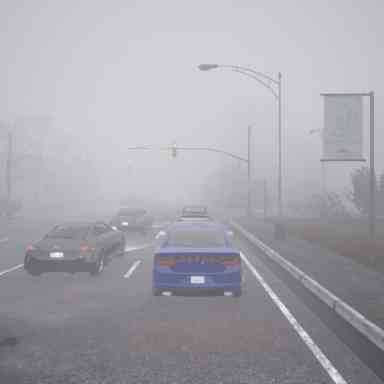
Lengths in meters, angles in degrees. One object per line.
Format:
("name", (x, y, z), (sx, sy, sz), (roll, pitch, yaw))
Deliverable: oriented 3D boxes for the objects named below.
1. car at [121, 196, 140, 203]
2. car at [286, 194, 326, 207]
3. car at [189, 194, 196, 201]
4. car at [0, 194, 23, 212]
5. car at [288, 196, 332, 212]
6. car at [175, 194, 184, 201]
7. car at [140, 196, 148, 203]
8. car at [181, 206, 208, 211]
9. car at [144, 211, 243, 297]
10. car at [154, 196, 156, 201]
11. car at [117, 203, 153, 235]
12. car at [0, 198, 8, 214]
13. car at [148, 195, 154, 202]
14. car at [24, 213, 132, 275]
("car", (-10.495, 1.491, 55.476), (2.128, 1.511, 4.902), (0, 0, 0))
("car", (14.791, 1.221, 41.826), (5.566, 2.045, 2.150), (0, 0, 2))
("car", (0.141, 1.533, 85.615), (2.033, 1.411, 5.357), (0, 0, 0))
("car", (-21.708, 1.225, 36.715), (5.566, 2.045, 2.150), (0, 0, 3))
("car", (14.077, 1.478, 38.341), (5.008, 1.535, 1.882), (0, 0, 3))
("car", (-3.359, 1.349, 86.007), (2.097, 1.767, 4.553), (0, 0, 0))
("car", (-10.420, 1.564, 64.827), (1.994, 1.385, 4.181), (0, 0, 2))
("car", (0.129, 1.491, 18.148), (2.128, 1.511, 4.902), (0, 0, 0))
("car", (0.113, 1.478, 8.649), (1.882, 1.535, 5.008), (0, 0, 0))
("car", (-10.361, 1.549, 84.874), (1.994, 1.385, 4.181), (0, 0, 0))
("car", (-3.370, 1.564, 18.806), (1.994, 1.385, 4.181), (0, 0, 0))
("car", (-20.890, 1.563, 33.162), (4.181, 1.385, 1.994), (0, 0, 3))
("car", (-10.377, 1.524, 74.880), (1.812, 1.442, 4.674), (0, 0, 0))
("car", (-3.393, 1.564, 10.423), (1.994, 1.385, 4.181), (0, 0, 1))
